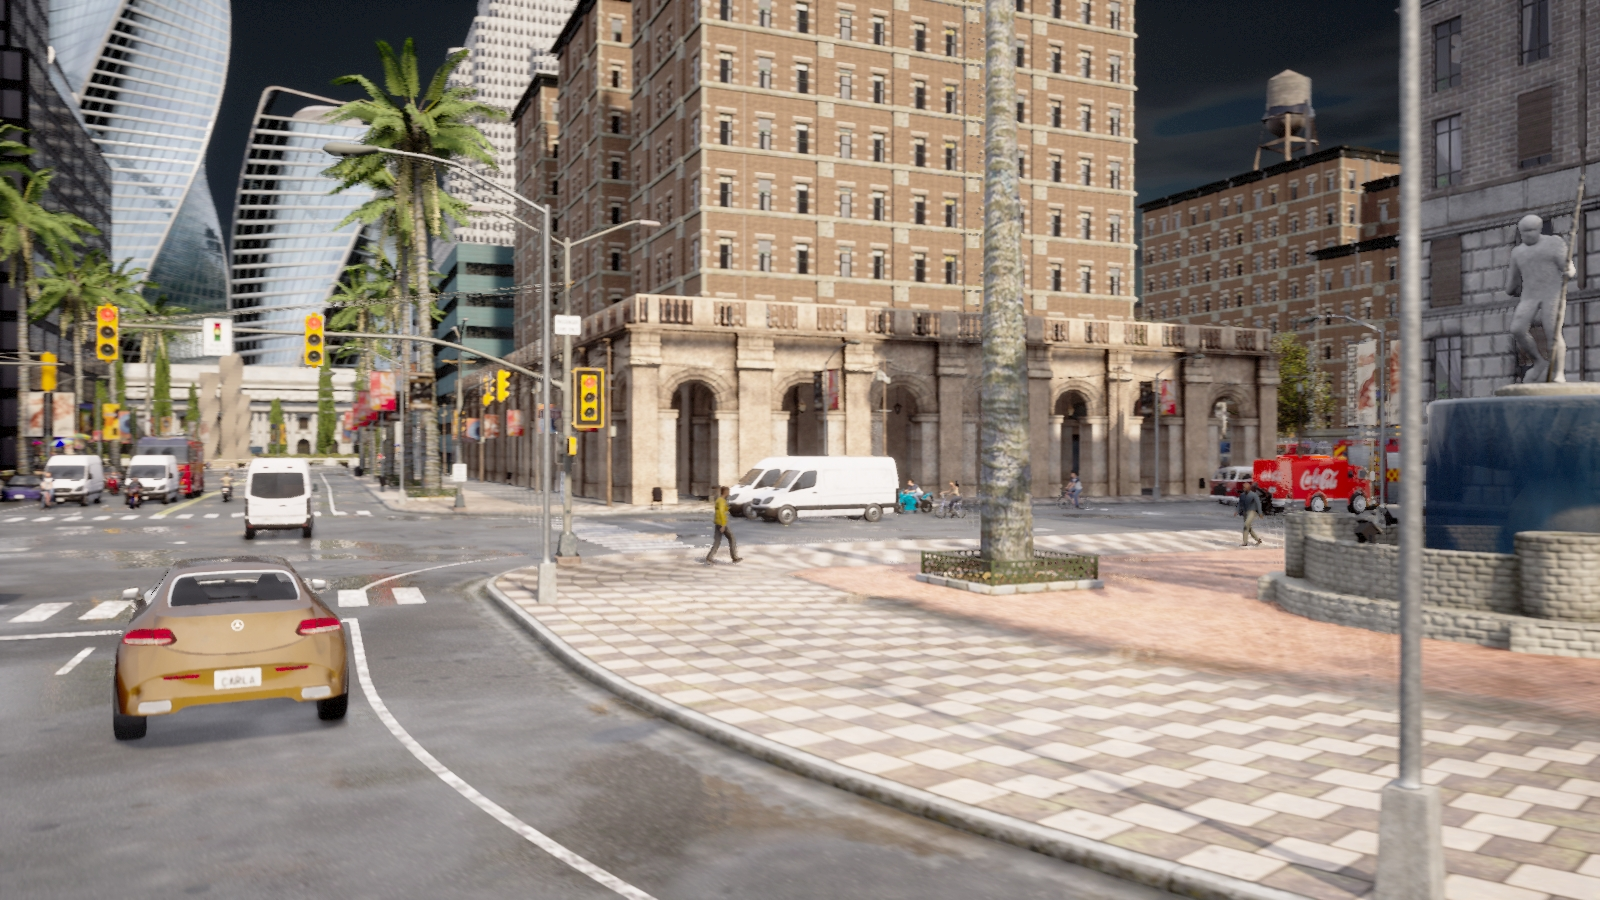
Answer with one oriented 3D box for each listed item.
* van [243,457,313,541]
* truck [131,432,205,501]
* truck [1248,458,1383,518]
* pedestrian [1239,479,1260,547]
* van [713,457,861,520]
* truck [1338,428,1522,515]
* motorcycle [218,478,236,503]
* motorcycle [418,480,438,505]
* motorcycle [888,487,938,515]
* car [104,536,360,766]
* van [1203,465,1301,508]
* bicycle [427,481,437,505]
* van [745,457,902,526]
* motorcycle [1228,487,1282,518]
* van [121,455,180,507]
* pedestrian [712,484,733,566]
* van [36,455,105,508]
[{"bbox_3d":[-17.551,1.551,38.634,1.988,2.561,5.915,0,0,-23],"label":"van"},{"bbox_3d":[-37.303,0.917,67.689,2.891,3.827,8.468,0,0,-23],"label":"truck"},{"bbox_3d":[22.752,1.610,50.446,5.204,2.467,2.627,0,0,-23],"label":"truck"},{"bbox_3d":[12.345,1.721,31.390,0.375,1.860,0.375,0,0,-28],"label":"pedestrian"},{"bbox_3d":[-0.540,1.565,48.193,5.915,2.561,1.988,0,0,-23],"label":"van"},{"bbox_3d":[29.227,0.938,52.972,8.468,3.827,2.891,0,0,-23],"label":"truck"},{"bbox_3d":[-31.371,2.196,62.567,0.764,1.277,2.356,0,0,-23],"label":"motorcycle"},{"bbox_3d":[-19.668,2.235,60.373,0.867,1.251,2.209,0,0,-23],"label":"motorcycle"},{"bbox_3d":[4.990,2.247,50.514,2.033,1.145,0.803,0,0,-23],"label":"motorcycle"},{"bbox_3d":[-6.450,1.998,12.919,2.152,1.651,5.027,0,0,-28],"label":"car"},{"bbox_3d":[23.052,1.827,58.219,4.480,2.038,2.069,0,0,-24],"label":"van"},{"bbox_3d":[-19.362,2.236,60.047,0.373,1.196,1.643,0,0,-23],"label":"bicycle"},{"bbox_3d":[0.938,1.563,45.013,5.915,2.561,1.988,0,0,-23],"label":"van"},{"bbox_3d":[19.546,2.245,49.080,2.209,1.251,0.867,0,0,-23],"label":"motorcycle"},{"bbox_3d":[-34.281,1.558,60.459,1.988,2.561,5.915,0,0,-23],"label":"van"},{"bbox_3d":[-1.785,1.712,26.306,0.375,1.860,0.375,0,0,-27],"label":"pedestrian"},{"bbox_3d":[-37.244,1.555,58.473,1.988,2.561,5.915,0,0,-23],"label":"van"}]
